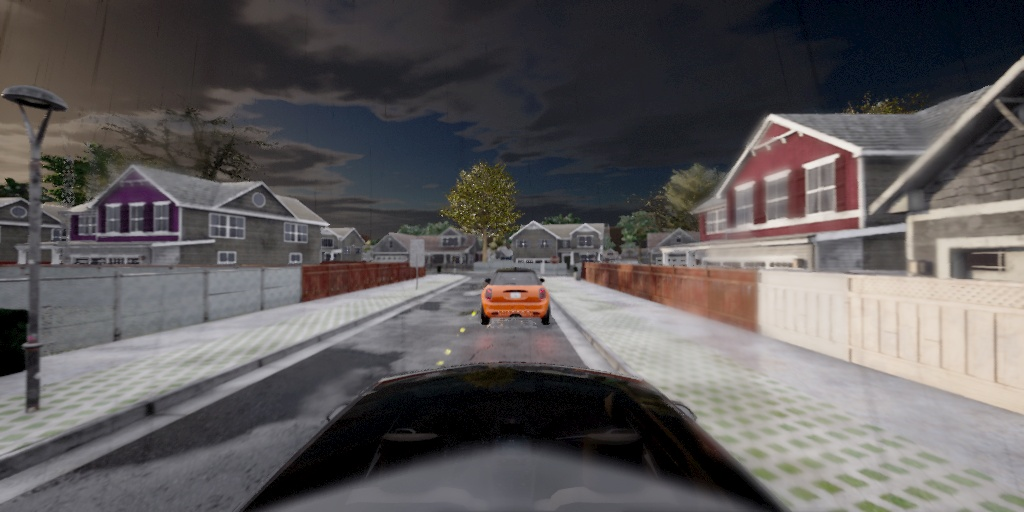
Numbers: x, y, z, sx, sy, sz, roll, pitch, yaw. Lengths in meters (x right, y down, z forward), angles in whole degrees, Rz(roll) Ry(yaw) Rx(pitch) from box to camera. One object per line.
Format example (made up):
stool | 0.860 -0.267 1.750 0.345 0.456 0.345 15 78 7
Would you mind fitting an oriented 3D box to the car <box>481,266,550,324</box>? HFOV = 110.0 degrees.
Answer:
car | 0.102 1.190 12.549 2.097 1.767 4.553 0 -1 0
